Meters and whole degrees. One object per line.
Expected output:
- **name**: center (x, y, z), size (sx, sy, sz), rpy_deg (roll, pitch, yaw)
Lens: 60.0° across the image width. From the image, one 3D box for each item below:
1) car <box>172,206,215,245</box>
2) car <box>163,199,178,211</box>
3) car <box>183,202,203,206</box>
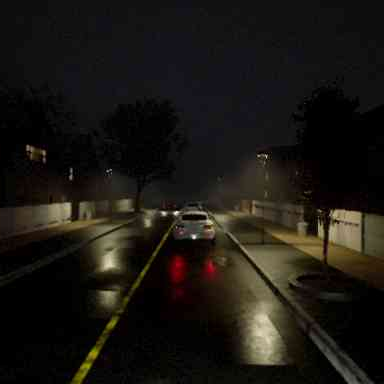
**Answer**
- **car**: center (0.094, 1.583, 15.731), size (1.812, 1.442, 4.674), rpy_deg (0, 0, 0)
- **car**: center (-2.826, 1.714, 44.362), size (1.882, 1.535, 5.008), rpy_deg (0, 0, 0)
- **car**: center (0.101, 1.663, 31.081), size (1.812, 1.442, 4.674), rpy_deg (0, 0, 0)
